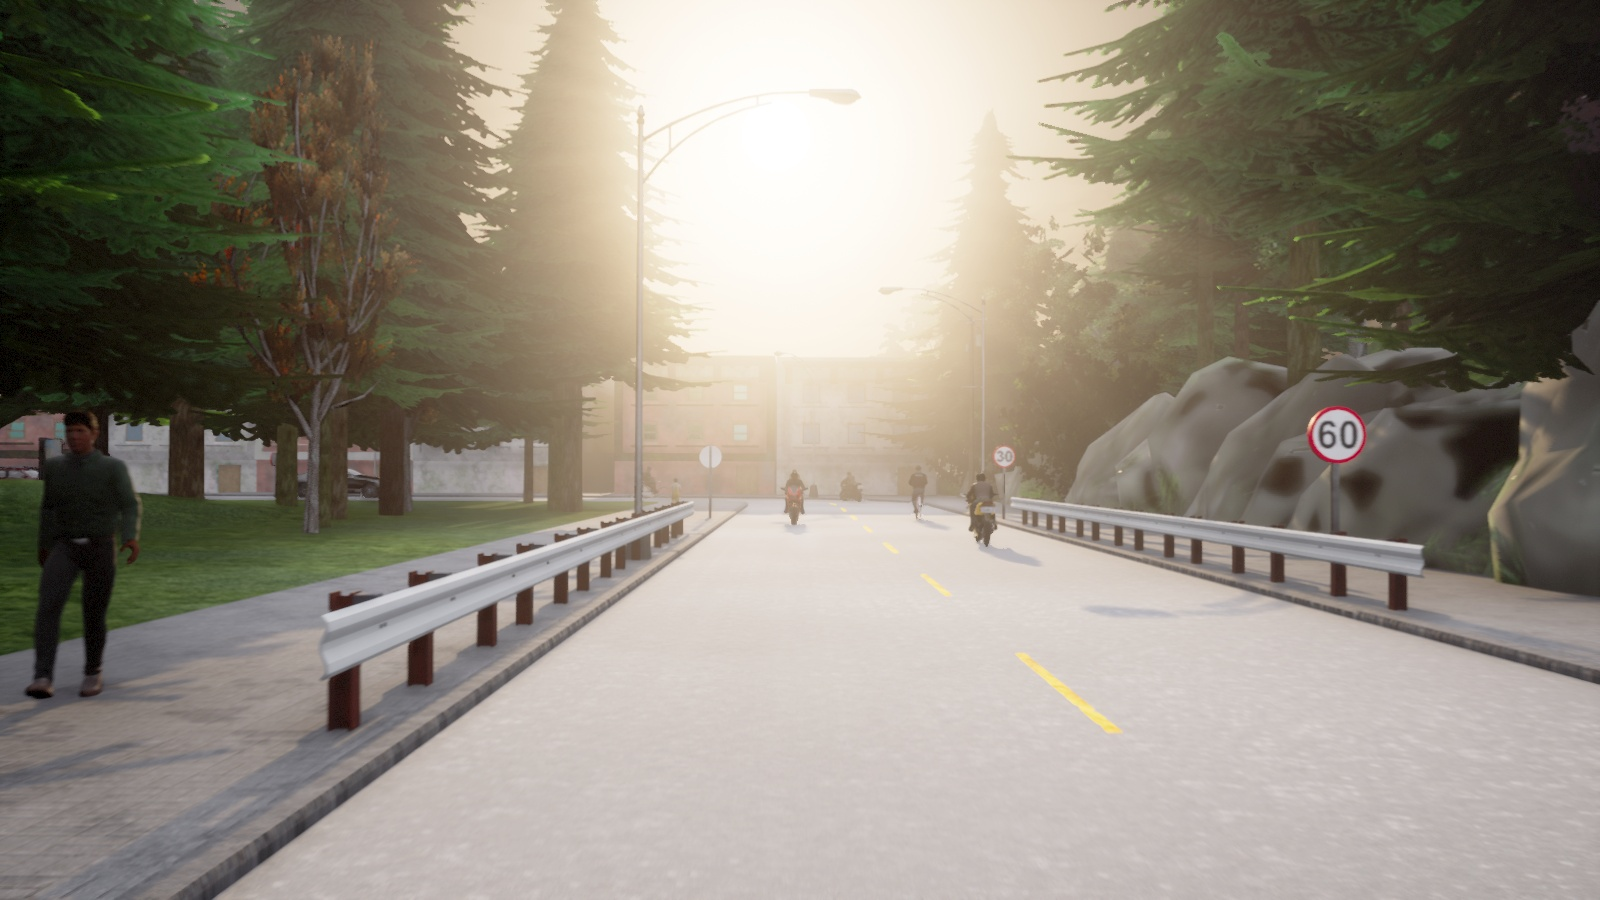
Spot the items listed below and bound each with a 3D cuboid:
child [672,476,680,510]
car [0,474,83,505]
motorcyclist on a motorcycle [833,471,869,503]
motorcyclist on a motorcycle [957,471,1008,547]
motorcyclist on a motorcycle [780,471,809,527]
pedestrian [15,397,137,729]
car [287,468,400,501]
[{"bbox_3d":[-4.626,1.589,46.753,0.270,1.263,0.437,0,-1,-7],"label":"child"},{"bbox_3d":[-39.922,2.011,64.604,5.008,1.535,1.882,0,-1,0],"label":"car"},{"bbox_3d":[2.500,1.806,62.120,0.797,1.523,2.044,-1,0,-29],"label":"motorcyclist on a motorcycle"},{"bbox_3d":[3.830,1.215,26.477,0.797,1.523,2.044,0,-1,1],"label":"motorcyclist on a motorcycle"},{"bbox_3d":[-0.152,1.384,35.914,0.797,1.523,2.044,0,0,0],"label":"motorcyclist on a motorcycle"},{"bbox_3d":[-4.491,0.670,7.827,0.423,1.949,0.788,0,-1,-12],"label":"pedestrian"},{"bbox_3d":[-23.434,1.746,64.618,5.027,1.651,2.152,0,-1,0],"label":"car"}]
